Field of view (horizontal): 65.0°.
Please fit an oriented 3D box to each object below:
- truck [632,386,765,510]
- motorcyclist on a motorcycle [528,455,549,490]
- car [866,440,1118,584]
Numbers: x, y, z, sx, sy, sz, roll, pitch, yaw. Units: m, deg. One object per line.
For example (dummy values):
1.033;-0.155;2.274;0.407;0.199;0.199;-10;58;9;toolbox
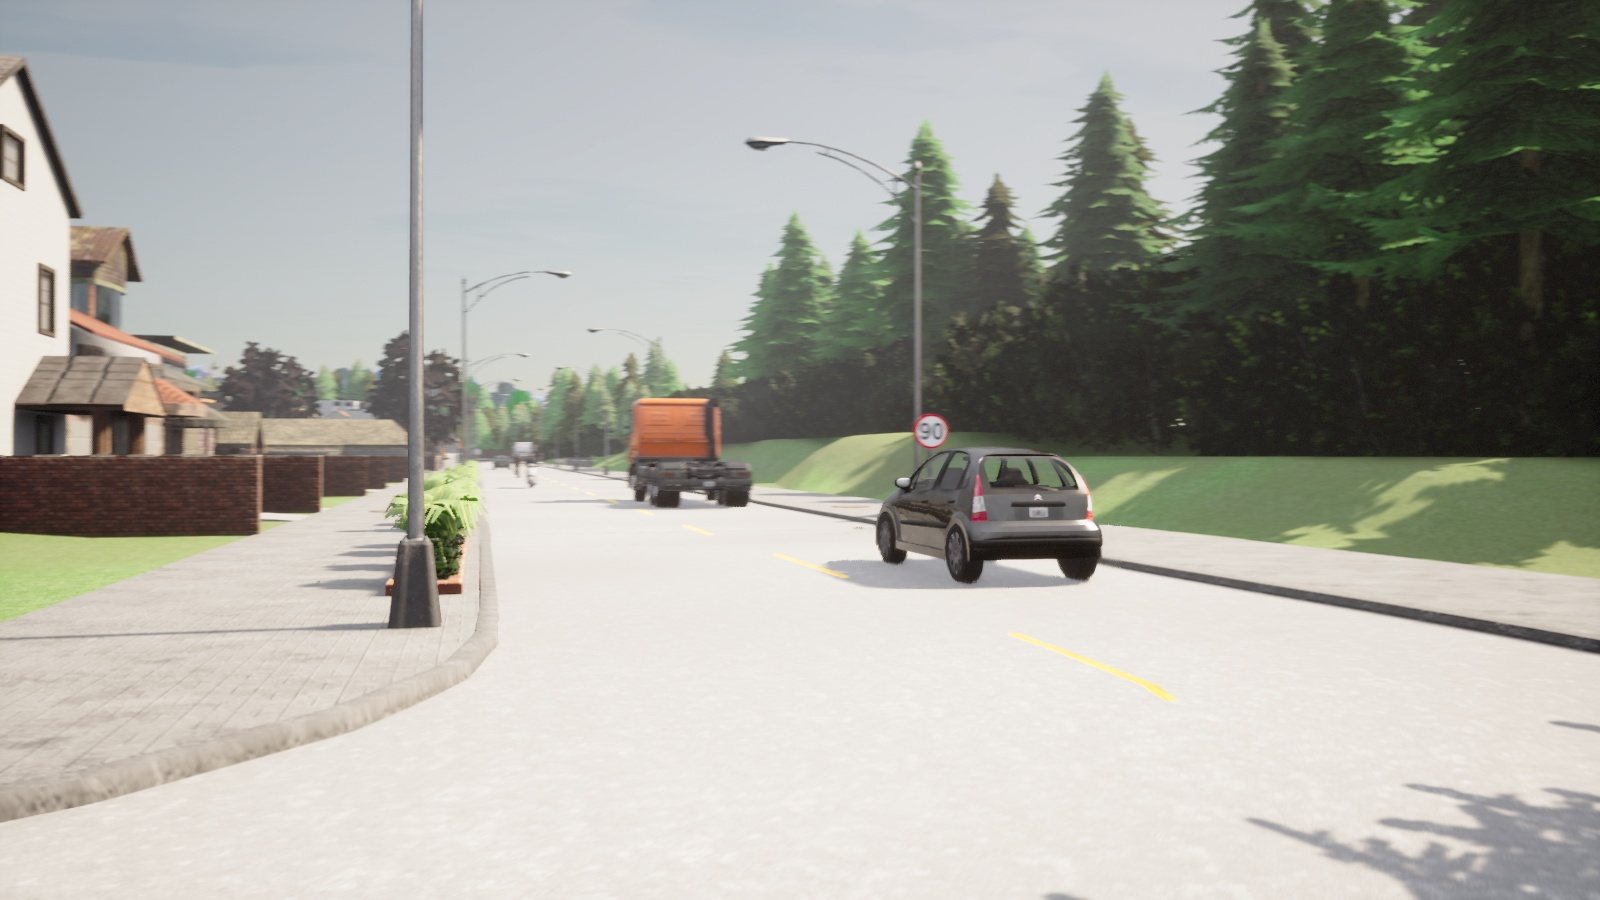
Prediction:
-3.371;-0.043;39.257;2.891;3.462;7.936;0;0;-14;truck
-11.867;1.005;56.877;0.866;1.590;1.817;0;0;-14;motorcyclist on a motorcycle
2.327;0.709;16.348;1.851;1.617;3.988;0;0;-14;car
